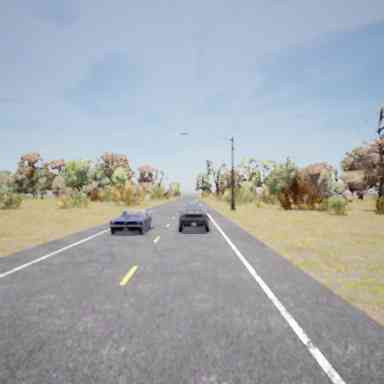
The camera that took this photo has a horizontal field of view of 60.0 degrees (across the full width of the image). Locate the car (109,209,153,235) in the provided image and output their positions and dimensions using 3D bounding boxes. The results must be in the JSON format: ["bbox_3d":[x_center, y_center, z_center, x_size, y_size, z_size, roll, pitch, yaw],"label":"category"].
[{"bbox_3d":[-3.554,1.724,19.994,1.895,1.301,4.718,0,0,0],"label":"car"}]

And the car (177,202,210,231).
[{"bbox_3d":[0.116,1.639,21.757,1.837,1.490,4.892,0,0,0],"label":"car"}]
